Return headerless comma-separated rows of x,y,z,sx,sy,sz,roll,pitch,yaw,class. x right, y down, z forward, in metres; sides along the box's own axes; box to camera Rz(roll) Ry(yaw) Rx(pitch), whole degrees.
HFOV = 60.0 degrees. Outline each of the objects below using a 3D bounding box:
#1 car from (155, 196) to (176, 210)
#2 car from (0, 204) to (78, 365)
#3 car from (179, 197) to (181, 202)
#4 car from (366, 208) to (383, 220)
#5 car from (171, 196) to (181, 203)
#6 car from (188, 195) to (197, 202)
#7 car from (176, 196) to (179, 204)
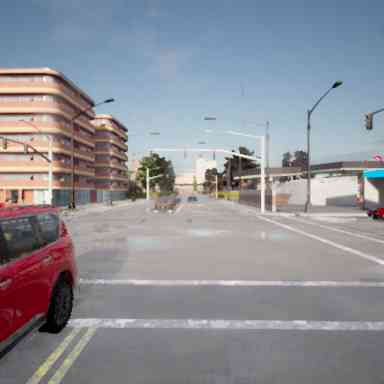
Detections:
-3.539,1.335,42.713,2.097,1.767,4.553,0,0,0,car
-3.137,1.218,3.838,2.150,2.045,5.566,0,0,0,car
-3.495,1.482,61.441,1.837,1.490,4.892,0,0,0,car
16.564,1.590,26.430,4.718,1.301,1.895,0,0,1,car
-3.422,1.566,71.612,1.895,1.301,4.718,0,0,0,car
0.077,1.310,70.824,1.812,1.442,4.674,0,0,0,car
-3.530,1.580,51.662,1.895,1.301,4.718,0,0,0,car
